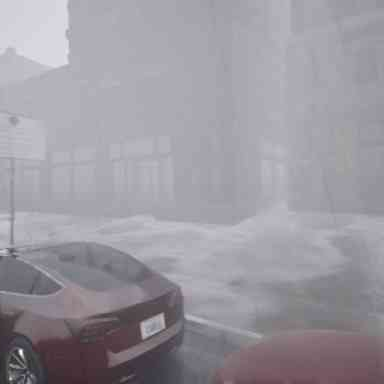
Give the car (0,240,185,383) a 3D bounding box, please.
[{"bbox_3d":[-2.330,1.484,4.965,4.792,1.488,2.163,0,0,35],"label":"car"}]
